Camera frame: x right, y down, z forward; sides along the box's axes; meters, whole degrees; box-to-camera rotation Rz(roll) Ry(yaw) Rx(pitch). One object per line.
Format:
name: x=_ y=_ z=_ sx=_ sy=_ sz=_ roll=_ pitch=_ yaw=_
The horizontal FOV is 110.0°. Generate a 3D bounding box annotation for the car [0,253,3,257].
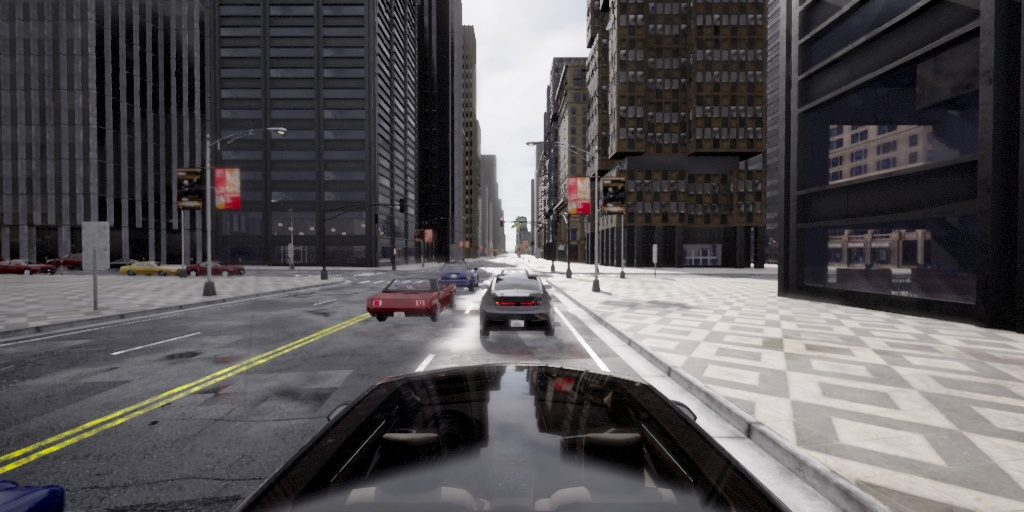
car: x=-48.462 y=0.723 z=31.405 sx=5.009 sy=1.841 sz=2.192 roll=0 pitch=0 yaw=0

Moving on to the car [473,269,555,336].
car: x=0.123 y=1.251 z=10.361 sx=1.837 sy=1.490 sz=4.892 roll=0 pitch=0 yaw=0

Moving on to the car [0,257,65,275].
car: x=-42.837 y=1.003 z=31.424 sx=4.507 sy=1.381 sz=1.888 roll=0 pitch=0 yaw=0

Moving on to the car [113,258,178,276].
car: x=-31.417 y=1.080 z=31.463 sx=4.829 sy=1.417 sz=1.751 roll=0 pitch=0 yaw=0

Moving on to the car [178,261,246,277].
car: x=-25.962 y=1.145 z=31.482 sx=4.507 sy=1.381 sz=1.888 roll=0 pitch=0 yaw=0

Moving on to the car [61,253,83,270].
car: x=-48.488 y=0.619 z=39.930 sx=5.009 sy=1.841 sz=2.192 roll=0 pitch=0 yaw=0

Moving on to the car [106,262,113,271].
car: x=-42.863 y=0.920 z=39.949 sx=4.313 sy=1.339 sz=1.948 roll=0 pitch=0 yaw=0

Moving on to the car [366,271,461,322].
car: x=-3.129 y=1.346 z=12.251 sx=1.895 sy=1.301 sz=4.718 roll=0 pitch=0 yaw=0

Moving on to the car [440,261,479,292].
car: x=-3.136 y=1.090 z=21.244 sx=2.097 sy=1.767 sz=4.553 roll=0 pitch=0 yaw=-1
